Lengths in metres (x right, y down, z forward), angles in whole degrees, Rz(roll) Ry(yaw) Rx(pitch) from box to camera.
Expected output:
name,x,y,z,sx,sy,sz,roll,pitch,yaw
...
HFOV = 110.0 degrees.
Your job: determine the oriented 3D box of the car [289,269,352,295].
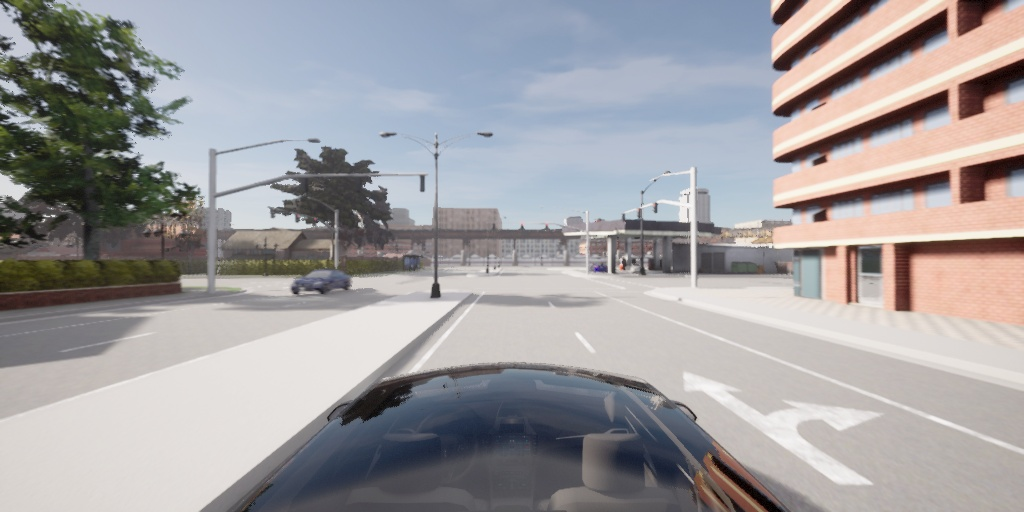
name,x,y,z,sx,sy,sz,roll,pitch,yaw
car,-11.496,1.544,21.969,1.812,1.442,4.674,0,-1,0
